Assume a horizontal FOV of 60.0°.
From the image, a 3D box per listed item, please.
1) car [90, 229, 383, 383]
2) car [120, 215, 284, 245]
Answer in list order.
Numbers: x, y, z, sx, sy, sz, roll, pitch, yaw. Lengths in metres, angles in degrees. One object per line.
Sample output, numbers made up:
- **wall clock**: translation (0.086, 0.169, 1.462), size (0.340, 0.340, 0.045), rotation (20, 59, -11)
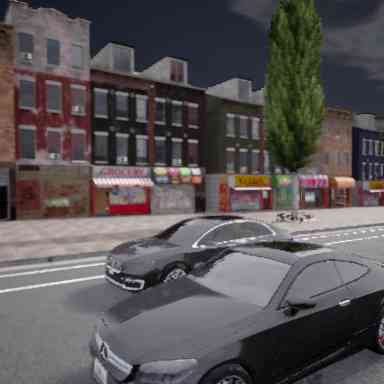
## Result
- **car**: translation (1.066, 1.438, 4.446), size (4.674, 1.442, 1.812), rotation (0, 1, -34)
- **car**: translation (0.419, 1.337, 7.941), size (4.892, 1.490, 1.837), rotation (0, 1, -34)
